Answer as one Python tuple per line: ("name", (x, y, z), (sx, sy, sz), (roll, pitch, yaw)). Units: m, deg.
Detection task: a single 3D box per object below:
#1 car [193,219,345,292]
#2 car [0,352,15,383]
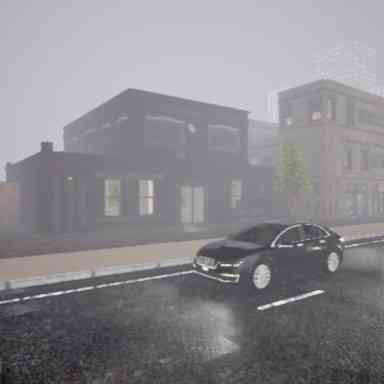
("car", (2.291, 1.552, 9.186), (4.892, 1.490, 1.837), (0, 0, -35))
("car", (-3.373, 1.476, 1.174), (4.902, 1.511, 2.128), (0, 0, -35))
